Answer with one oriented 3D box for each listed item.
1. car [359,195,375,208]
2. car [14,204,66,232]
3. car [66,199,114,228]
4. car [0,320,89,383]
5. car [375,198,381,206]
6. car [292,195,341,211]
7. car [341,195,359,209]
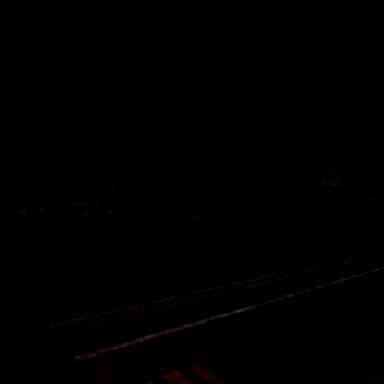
[{"bbox_3d":[18.373,1.082,39.630,2.097,1.535,5.008,-1,0,-35],"label":"car"},{"bbox_3d":[-9.346,1.454,19.849,2.002,1.452,4.674,-1,0,-36],"label":"car"},{"bbox_3d":[-6.807,1.256,21.745,2.185,1.767,4.553,-1,0,-36],"label":"car"},{"bbox_3d":[-2.968,1.611,1.583,4.718,1.301,1.895,-1,0,-35],"label":"car"},{"bbox_3d":[20.944,1.092,41.449,2.002,1.452,4.674,-1,0,-35],"label":"car"},{"bbox_3d":[13.042,1.186,35.827,2.002,1.452,4.674,-1,0,-35],"label":"car"},{"bbox_3d":[15.713,1.115,37.724,2.231,1.521,4.892,-1,0,-35],"label":"car"}]
